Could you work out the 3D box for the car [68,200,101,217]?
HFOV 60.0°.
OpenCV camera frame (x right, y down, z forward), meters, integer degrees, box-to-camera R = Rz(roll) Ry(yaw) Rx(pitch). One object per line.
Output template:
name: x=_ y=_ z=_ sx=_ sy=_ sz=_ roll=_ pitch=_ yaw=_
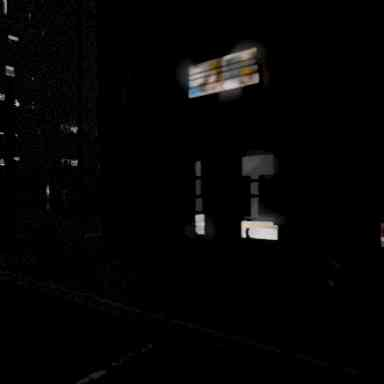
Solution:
car: x=-8.874 y=1.397 z=29.739 sx=1.887 sy=1.381 sz=4.507 roll=-1 pitch=0 yaw=36
